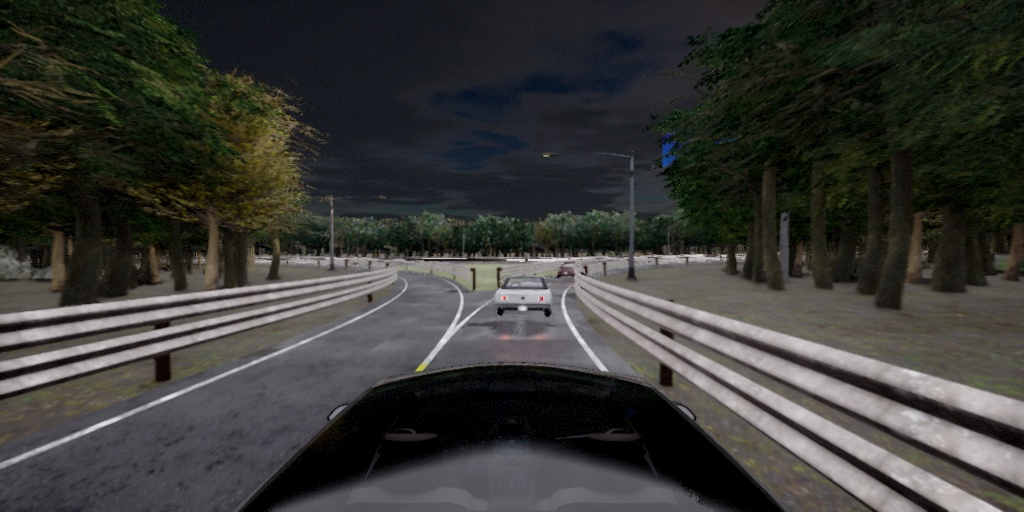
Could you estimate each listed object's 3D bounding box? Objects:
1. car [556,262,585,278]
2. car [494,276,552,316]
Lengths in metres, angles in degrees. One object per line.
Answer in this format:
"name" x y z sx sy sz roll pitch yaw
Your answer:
"car" 5.549 1.290 33.290 1.812 1.442 4.674 0 0 22
"car" 0.567 1.404 13.766 1.895 1.301 4.718 0 0 5
